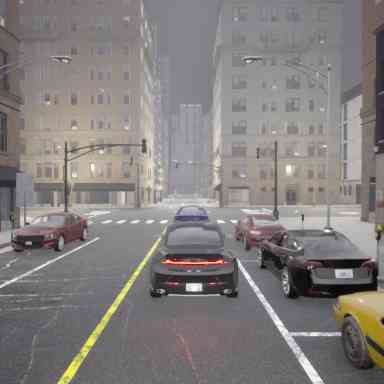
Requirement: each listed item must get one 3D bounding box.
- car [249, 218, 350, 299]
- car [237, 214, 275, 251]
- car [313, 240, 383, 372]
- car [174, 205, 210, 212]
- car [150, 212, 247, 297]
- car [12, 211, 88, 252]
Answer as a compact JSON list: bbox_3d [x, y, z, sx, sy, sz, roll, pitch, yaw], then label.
[{"bbox_3d":[2.843,1.564,8.305,1.947,1.339,4.313,-1,0,0],"label":"car"},{"bbox_3d":[2.829,1.578,13.890,1.802,1.307,4.206,-1,0,0],"label":"car"},{"bbox_3d":[2.855,1.525,2.888,1.752,1.417,4.829,-1,0,0],"label":"car"},{"bbox_3d":[-0.012,1.473,18.483,1.882,1.535,5.008,0,0,0],"label":"car"},{"bbox_3d":[0.046,1.503,8.533,1.837,1.490,4.892,0,0,0],"label":"car"},{"bbox_3d":[-5.716,1.541,13.867,1.887,1.381,4.507,-1,0,0],"label":"car"}]
